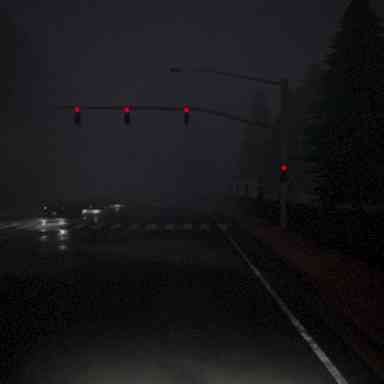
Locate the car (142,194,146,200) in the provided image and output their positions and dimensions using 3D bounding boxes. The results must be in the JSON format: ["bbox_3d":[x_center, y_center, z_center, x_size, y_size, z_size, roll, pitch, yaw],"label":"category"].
[{"bbox_3d":[-8.169,0.824,66.516,1.837,1.490,4.892,0,1,-37],"label":"car"}]

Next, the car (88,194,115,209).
[{"bbox_3d":[-10.653,1.147,37.565,2.033,1.411,5.357,0,1,-1],"label":"car"}]

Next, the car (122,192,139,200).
[{"bbox_3d":[-12.355,0.815,66.259,1.837,1.490,4.892,0,1,-41],"label":"car"}]

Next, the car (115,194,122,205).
[{"bbox_3d":[-11.477,0.972,48.023,1.882,1.535,5.008,0,1,-12],"label":"car"}]

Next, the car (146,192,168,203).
[{"bbox_3d":[-5.686,0.980,53.545,1.812,1.442,4.674,0,0,-17],"label":"car"}]

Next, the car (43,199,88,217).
[{"bbox_3d":[-10.586,1.297,27.821,1.895,1.301,4.718,0,1,0],"label":"car"}]

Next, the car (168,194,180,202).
[{"bbox_3d":[-3.700,0.971,58.762,1.994,1.385,4.181,0,1,-23],"label":"car"}]
